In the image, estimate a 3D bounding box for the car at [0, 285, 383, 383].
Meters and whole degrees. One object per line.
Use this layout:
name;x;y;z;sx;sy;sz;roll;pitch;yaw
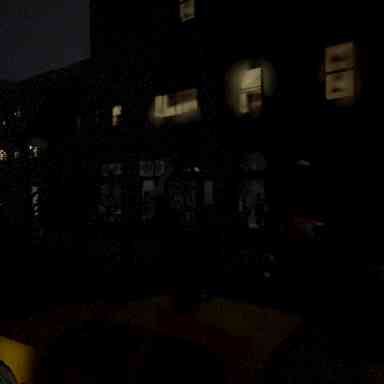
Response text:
car;-0.211;1.544;3.020;4.829;1.417;1.752;-1;0;35
